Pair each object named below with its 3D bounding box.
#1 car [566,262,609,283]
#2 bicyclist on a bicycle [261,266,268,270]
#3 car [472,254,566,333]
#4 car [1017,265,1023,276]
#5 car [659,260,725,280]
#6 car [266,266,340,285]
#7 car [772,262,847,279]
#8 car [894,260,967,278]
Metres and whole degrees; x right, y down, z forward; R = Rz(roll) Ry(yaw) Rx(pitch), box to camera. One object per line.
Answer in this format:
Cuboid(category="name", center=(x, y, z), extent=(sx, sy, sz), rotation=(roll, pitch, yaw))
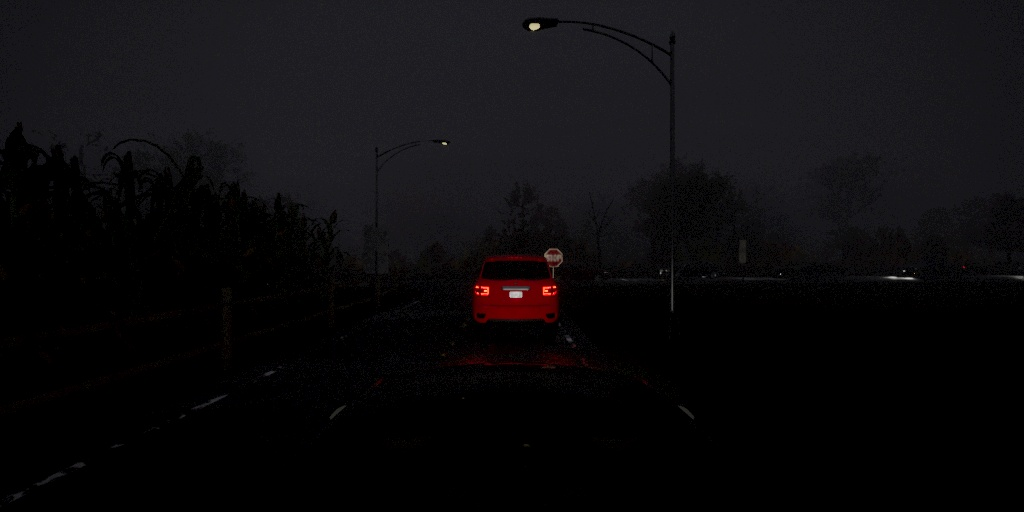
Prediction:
Cuboid(category="car", center=(4.493, 1.181, 26.181), extent=(5.008, 1.535, 1.882), rotation=(0, 0, 1))
Cuboid(category="bicyclist on a bicycle", center=(-22.479, 1.345, 32.454), extent=(0.582, 1.620, 1.656), rotation=(0, 0, 1))
Cuboid(category="car", center=(0.093, 0.970, 10.822), extent=(2.150, 2.045, 5.566), rotation=(0, 0, 0))
Cuboid(category="car", center=(43.631, 0.878, 28.641), extent=(4.674, 1.442, 1.812), rotation=(0, 0, 1))
Cuboid(category="car", center=(14.495, 1.099, 29.017), extent=(4.902, 1.511, 2.128), rotation=(0, 0, 1))
Cuboid(category="car", center=(-15.645, 1.410, 26.406), extent=(5.357, 1.411, 2.033), rotation=(0, 0, 1))
Cuboid(category="car", center=(23.874, 1.129, 28.911), extent=(4.718, 1.301, 1.895), rotation=(0, 0, 1))
Cuboid(category="car", center=(33.509, 1.008, 28.796), extent=(4.181, 1.385, 1.994), rotation=(-1, 0, 1))
